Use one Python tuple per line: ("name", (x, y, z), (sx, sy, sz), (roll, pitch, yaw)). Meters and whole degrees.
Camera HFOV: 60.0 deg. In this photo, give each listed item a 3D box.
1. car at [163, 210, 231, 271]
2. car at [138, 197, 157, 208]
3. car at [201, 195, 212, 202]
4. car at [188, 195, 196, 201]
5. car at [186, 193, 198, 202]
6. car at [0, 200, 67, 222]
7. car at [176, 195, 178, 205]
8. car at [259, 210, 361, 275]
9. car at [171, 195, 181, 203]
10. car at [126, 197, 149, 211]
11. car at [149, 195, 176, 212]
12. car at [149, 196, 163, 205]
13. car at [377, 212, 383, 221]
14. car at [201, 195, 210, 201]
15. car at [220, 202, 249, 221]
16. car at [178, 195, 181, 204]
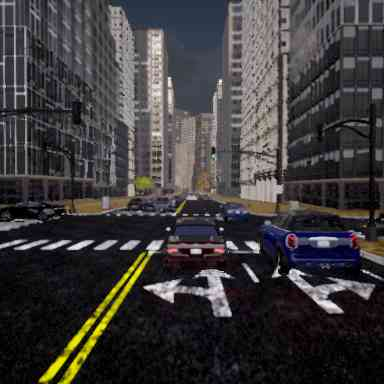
("car", (0.099, 1.538, 10.864), (2.033, 1.411, 5.357), (0, 0, 0))
("car", (-6.570, 1.493, 49.870), (2.033, 1.411, 5.357), (0, 0, 0))
("car", (3.237, 1.506, 71.162), (1.895, 1.301, 4.718), (0, 0, 0))
("car", (-0.016, 1.488, 80.655), (1.895, 1.301, 4.718), (0, 0, 0))
("car", (-0.013, 1.137, 70.319), (2.150, 2.045, 5.566), (0, 0, 0))
("car", (-11.717, 1.357, 24.469), (4.902, 1.511, 2.128), (1, 1, 10))
("car", (-3.334, 1.475, 47.077), (1.812, 1.442, 4.674), (0, 0, 0))
("car", (3.474, 1.343, 10.652), (2.097, 1.767, 4.553), (0, 0, 3))
("car", (-3.263, 1.422, 67.132), (1.837, 1.490, 4.892), (0, 0, 0))
("car", (-6.601, 1.464, 39.990), (1.837, 1.490, 4.892), (0, 0, 0))
("car", (-3.329, 1.313, 38.157), (2.097, 1.767, 4.553), (0, 0, -1))
("car", (-6.512, 1.476, 60.540), (2.033, 1.411, 5.357), (0, 0, 0))
("car", (16.627, 1.659, 24.322), (5.357, 1.411, 2.033), (1, 1, 1))
("car", (3.235, 1.392, 80.981), (1.837, 1.490, 4.892), (0, 0, 0))
("car", (3.361, 1.502, 27.057), (2.033, 1.411, 5.357), (0, 1, 0))
("car", (-3.261, 1.535, 57.052), (1.895, 1.301, 4.718), (0, 0, 0))
